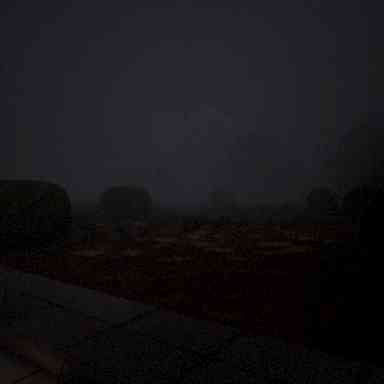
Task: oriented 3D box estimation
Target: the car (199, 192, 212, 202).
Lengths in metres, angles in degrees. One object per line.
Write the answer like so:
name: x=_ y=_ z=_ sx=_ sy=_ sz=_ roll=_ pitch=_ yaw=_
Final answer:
car: x=3.418 y=1.092 z=74.154 sx=3.866 sy=1.878 sz=1.905 roll=-2 pitch=6 yaw=-11
